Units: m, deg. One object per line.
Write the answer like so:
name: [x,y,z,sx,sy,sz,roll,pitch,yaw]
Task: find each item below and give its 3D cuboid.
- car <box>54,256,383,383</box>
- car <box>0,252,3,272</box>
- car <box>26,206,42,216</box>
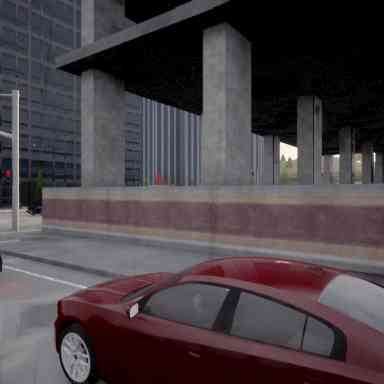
car: [0.502,1.478,3.632,5.008,1.535,1.882,0,0,35]
car: [-6.845,1.564,8.819,4.181,1.385,1.994,0,0,36]
car: [-14.043,1.656,33.485,1.895,1.301,4.718,0,0,36]
